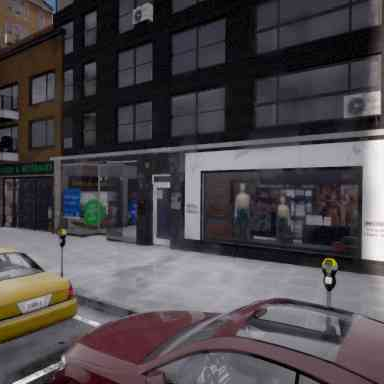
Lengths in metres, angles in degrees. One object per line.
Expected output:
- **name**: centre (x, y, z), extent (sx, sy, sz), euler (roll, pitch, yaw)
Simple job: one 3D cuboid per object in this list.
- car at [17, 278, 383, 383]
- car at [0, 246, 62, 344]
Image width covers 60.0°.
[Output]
- **car**: centre (0.621, 1.582, 2.634), extent (4.206, 1.307, 1.802), euler (0, 1, 36)
- **car**: centre (-4.065, 1.523, 5.977), extent (4.829, 1.417, 1.752), euler (0, 1, 36)
